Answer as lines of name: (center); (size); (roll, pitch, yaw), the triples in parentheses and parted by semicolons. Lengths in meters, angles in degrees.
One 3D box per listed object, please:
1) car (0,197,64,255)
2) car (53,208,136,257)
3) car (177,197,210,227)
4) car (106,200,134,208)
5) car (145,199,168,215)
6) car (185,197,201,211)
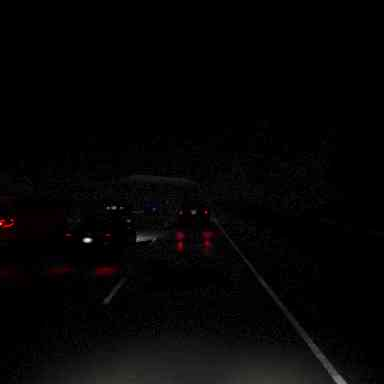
car: (-6.911, 1.192, 13.350); (2.150, 2.045, 5.566); (0, 0, 0)
car: (-3.399, 1.534, 12.819); (1.994, 1.385, 4.181); (0, 0, 0)
car: (0.101, 1.299, 22.626); (2.097, 1.767, 4.553); (0, 0, 0)
car: (-6.898, 1.474, 32.169); (2.033, 1.411, 5.357); (0, 0, 0)
car: (-3.399, 1.403, 32.264); (1.882, 1.535, 5.008); (0, 0, 0)
car: (0.102, 1.409, 40.819); (1.837, 1.490, 4.892); (0, 0, 0)
